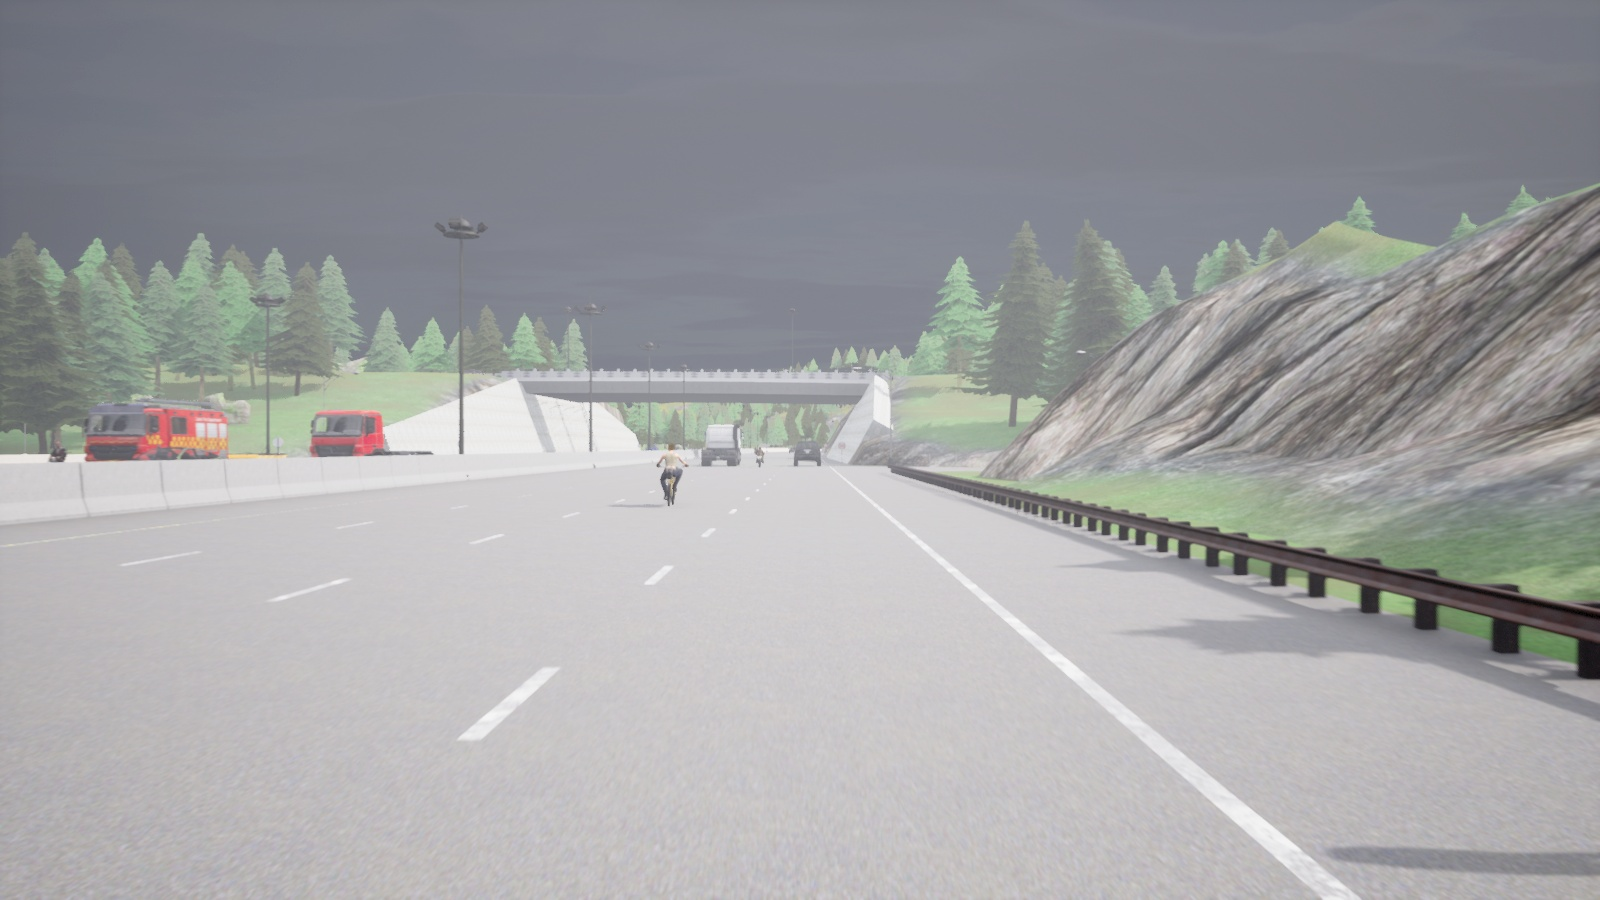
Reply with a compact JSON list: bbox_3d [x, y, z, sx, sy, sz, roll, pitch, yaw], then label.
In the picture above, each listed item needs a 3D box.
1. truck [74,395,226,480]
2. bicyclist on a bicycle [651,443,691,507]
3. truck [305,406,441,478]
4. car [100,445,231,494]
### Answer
[{"bbox_3d":[-31.136,-0.558,60.632,2.891,3.827,8.468,0,0,0],"label":"truck"},{"bbox_3d":[-3.295,0.620,32.136,0.866,1.612,1.509,0,0,0],"label":"bicyclist on a bicycle"},{"bbox_3d":[-21.736,-0.375,64.433,2.891,3.462,7.936,0,0,13],"label":"truck"},{"bbox_3d":[-20.747,0.599,41.308,2.007,1.525,4.514,0,0,0],"label":"car"}]
